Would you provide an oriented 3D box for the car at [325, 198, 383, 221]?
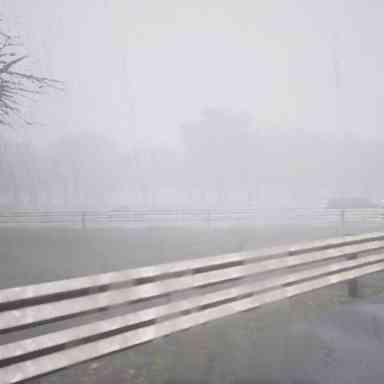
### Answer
[{"bbox_3d":[15.037,1.522,30.274,5.566,2.045,2.150,-1,0,6],"label":"car"}]

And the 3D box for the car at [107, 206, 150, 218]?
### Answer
[{"bbox_3d":[-6.936,2.290,36.063,4.674,1.442,1.812,-1,0,6],"label":"car"}]
